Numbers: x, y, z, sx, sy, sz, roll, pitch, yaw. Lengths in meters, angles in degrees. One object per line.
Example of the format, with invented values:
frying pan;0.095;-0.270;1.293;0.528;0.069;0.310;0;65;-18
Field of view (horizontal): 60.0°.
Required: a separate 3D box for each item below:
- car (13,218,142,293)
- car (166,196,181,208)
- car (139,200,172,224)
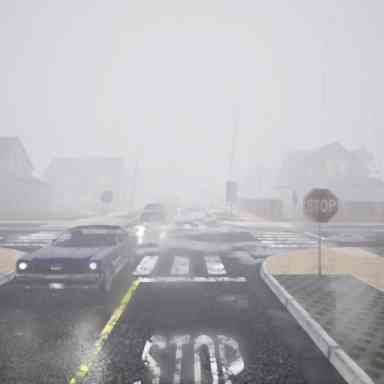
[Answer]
car;-2.752;1.604;8.964;1.895;1.301;4.718;0;0;0
car;-2.768;1.463;50.069;2.097;1.767;4.553;0;0;0
car;-2.759;1.568;24.816;1.837;1.490;4.892;0;0;0
